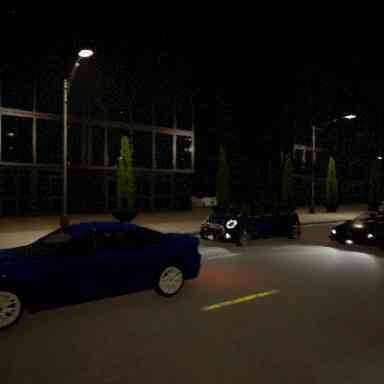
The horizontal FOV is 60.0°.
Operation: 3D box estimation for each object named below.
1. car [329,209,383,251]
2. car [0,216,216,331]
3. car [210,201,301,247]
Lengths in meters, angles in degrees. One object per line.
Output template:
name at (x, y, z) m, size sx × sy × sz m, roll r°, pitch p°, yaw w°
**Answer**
car at (7.989, 1.443, 13.784) m, size 5.357 × 1.411 × 2.033 m, roll 0°, pitch 1°, yaw -35°
car at (-2.126, 1.372, 6.770) m, size 5.008 × 1.535 × 1.882 m, roll 0°, pitch 1°, yaw -35°
car at (2.582, 1.196, 14.290) m, size 4.553 × 1.767 × 2.097 m, roll 0°, pitch 1°, yaw -35°
